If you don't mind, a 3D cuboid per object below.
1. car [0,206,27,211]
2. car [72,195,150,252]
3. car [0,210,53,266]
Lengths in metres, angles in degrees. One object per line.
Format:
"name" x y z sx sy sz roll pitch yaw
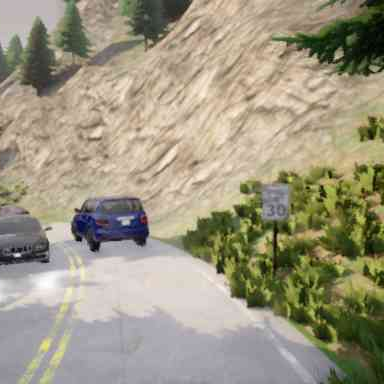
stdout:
"car" -13.762 1.772 24.960 4.674 1.442 1.812 -2 3 36
"car" -3.644 1.190 14.272 2.150 2.045 5.566 -3 1 -29
"car" -6.082 1.596 11.582 1.837 1.490 4.892 -1 0 -28
